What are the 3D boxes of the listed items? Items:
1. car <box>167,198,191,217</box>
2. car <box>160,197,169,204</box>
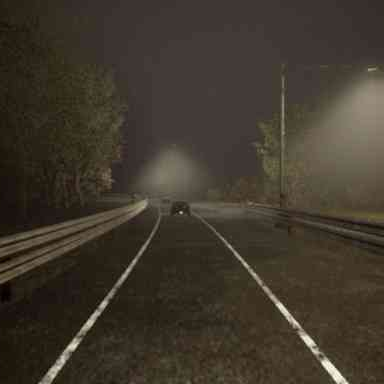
[{"bbox_3d":[-1.164,1.520,31.515,1.837,1.490,4.892,0,0,-5],"label":"car"},{"bbox_3d":[-4.972,1.565,62.615,2.033,1.411,5.357,0,0,-11],"label":"car"}]
